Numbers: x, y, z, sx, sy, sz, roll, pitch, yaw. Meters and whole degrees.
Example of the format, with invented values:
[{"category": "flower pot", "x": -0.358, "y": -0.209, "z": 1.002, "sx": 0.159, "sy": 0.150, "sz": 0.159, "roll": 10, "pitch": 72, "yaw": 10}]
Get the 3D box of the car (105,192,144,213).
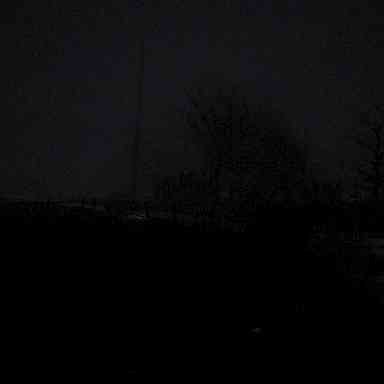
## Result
[{"category": "car", "x": -6.950, "y": 1.014, "z": 33.641, "sx": 2.150, "sy": 2.045, "sz": 5.566, "roll": -1, "pitch": 1, "yaw": -35}]
